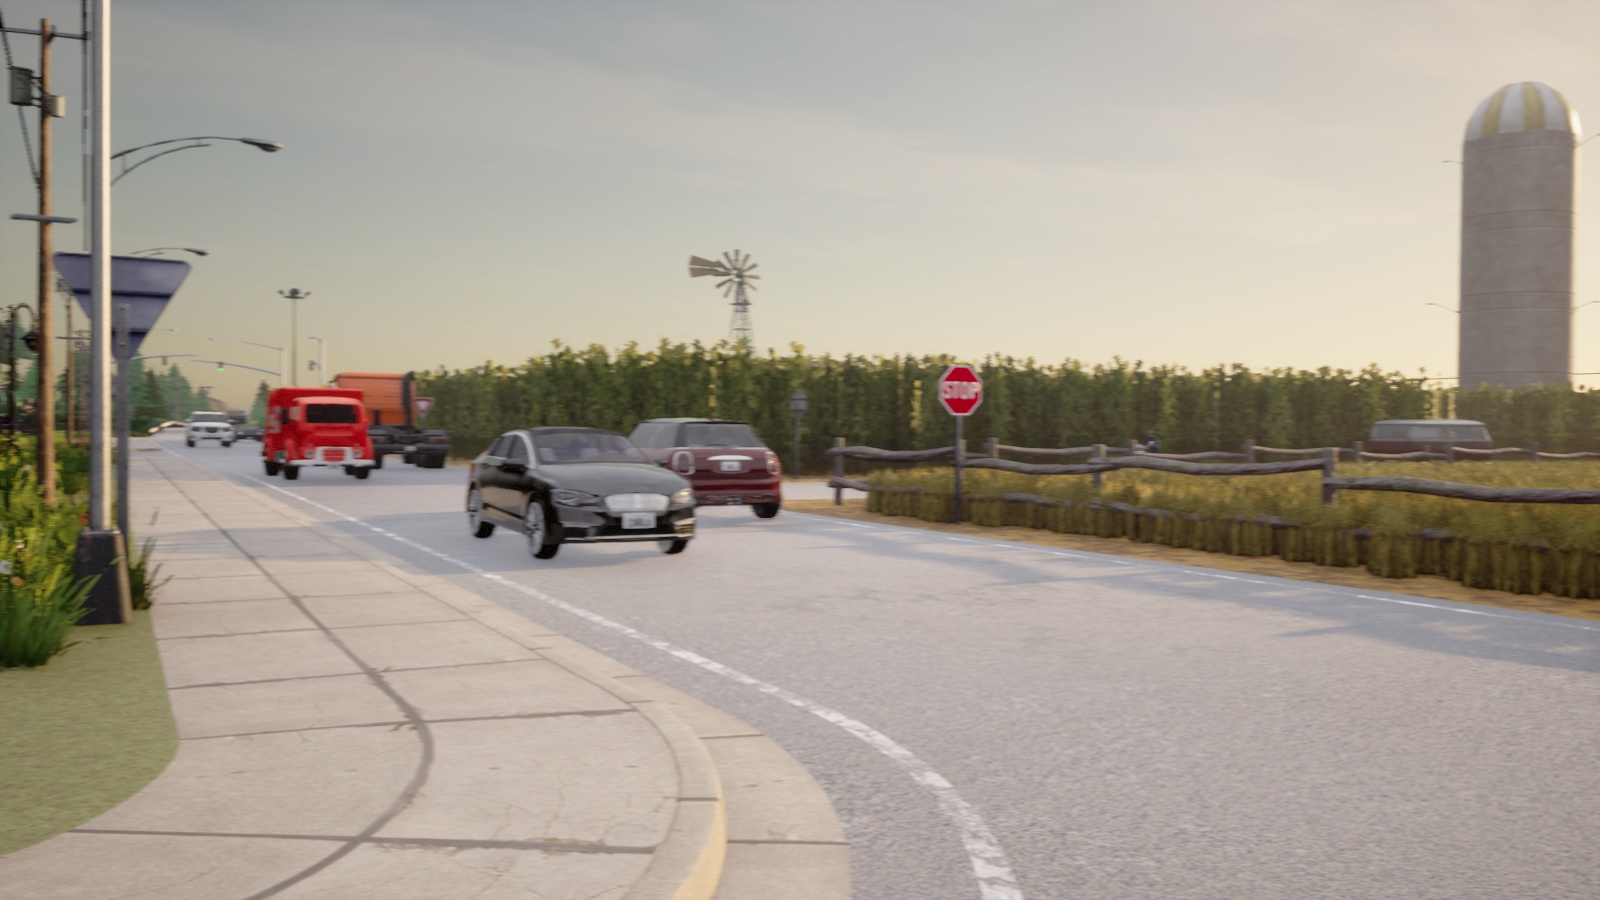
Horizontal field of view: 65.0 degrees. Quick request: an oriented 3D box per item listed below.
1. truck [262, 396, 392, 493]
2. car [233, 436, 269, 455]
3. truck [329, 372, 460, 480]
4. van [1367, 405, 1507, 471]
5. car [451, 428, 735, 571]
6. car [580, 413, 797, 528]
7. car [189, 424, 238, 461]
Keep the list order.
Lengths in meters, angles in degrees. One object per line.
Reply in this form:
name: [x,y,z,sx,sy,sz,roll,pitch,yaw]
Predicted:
truck: [-13.216,-0.192,34.846,2.627,2.467,5.204,-1,1,-29]
car: [-38.776,-0.325,88.622,1.895,1.301,4.718,-1,1,-29]
truck: [-14.484,-0.847,44.400,2.891,3.462,7.936,-1,1,-29]
van: [20.397,-0.417,40.160,4.442,1.987,1.775,-1,1,-29]
car: [-2.835,0.490,16.057,2.128,1.511,4.902,-1,1,-28]
car: [-2.066,0.279,21.850,2.097,1.767,4.553,-1,1,-29]
car: [-33.914,-0.462,72.495,2.150,2.045,5.566,-1,1,-29]
